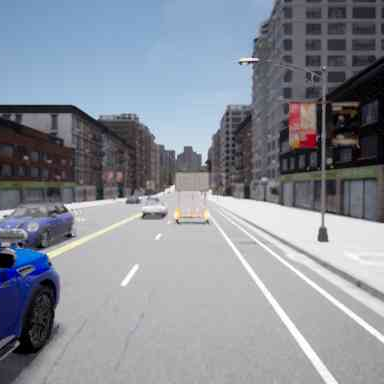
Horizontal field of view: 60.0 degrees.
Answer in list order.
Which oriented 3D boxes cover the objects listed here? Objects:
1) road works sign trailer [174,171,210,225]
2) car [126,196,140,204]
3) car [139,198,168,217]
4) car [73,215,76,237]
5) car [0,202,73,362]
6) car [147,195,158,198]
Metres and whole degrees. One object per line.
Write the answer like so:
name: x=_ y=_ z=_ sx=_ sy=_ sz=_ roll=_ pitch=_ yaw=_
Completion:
road works sign trailer: x=0.022 y=0.345 z=22.941 sx=2.380 sy=3.560 sz=2.880 roll=0 pitch=0 yaw=3
car: x=-9.803 y=1.348 z=55.717 sx=1.994 sy=1.385 sz=4.181 roll=0 pitch=0 yaw=0
car: x=-3.153 y=1.458 z=29.102 sx=1.895 sy=1.301 sz=4.718 roll=0 pitch=0 yaw=0
car: x=-6.601 y=1.268 z=14.038 sx=2.097 sy=1.767 sz=4.553 roll=0 pitch=0 yaw=0
car: x=-3.150 y=1.200 z=2.880 sx=2.150 sy=2.045 sz=5.566 roll=0 pitch=0 yaw=0
car: x=-6.562 y=1.277 z=55.373 sx=2.128 sy=1.511 sz=4.902 roll=0 pitch=0 yaw=0
